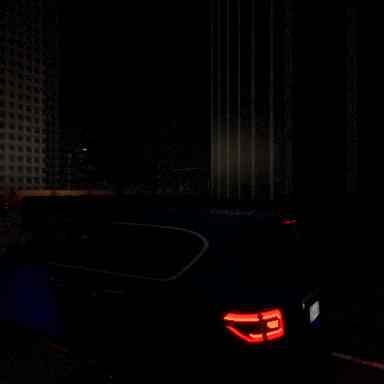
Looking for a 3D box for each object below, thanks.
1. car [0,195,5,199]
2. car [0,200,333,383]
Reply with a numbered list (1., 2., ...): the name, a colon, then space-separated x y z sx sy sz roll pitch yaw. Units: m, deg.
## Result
1. car: -21.074 1.277 32.544 2.150 2.045 5.566 0 0 35
2. car: -1.021 1.221 4.715 5.566 2.045 2.150 0 0 35
